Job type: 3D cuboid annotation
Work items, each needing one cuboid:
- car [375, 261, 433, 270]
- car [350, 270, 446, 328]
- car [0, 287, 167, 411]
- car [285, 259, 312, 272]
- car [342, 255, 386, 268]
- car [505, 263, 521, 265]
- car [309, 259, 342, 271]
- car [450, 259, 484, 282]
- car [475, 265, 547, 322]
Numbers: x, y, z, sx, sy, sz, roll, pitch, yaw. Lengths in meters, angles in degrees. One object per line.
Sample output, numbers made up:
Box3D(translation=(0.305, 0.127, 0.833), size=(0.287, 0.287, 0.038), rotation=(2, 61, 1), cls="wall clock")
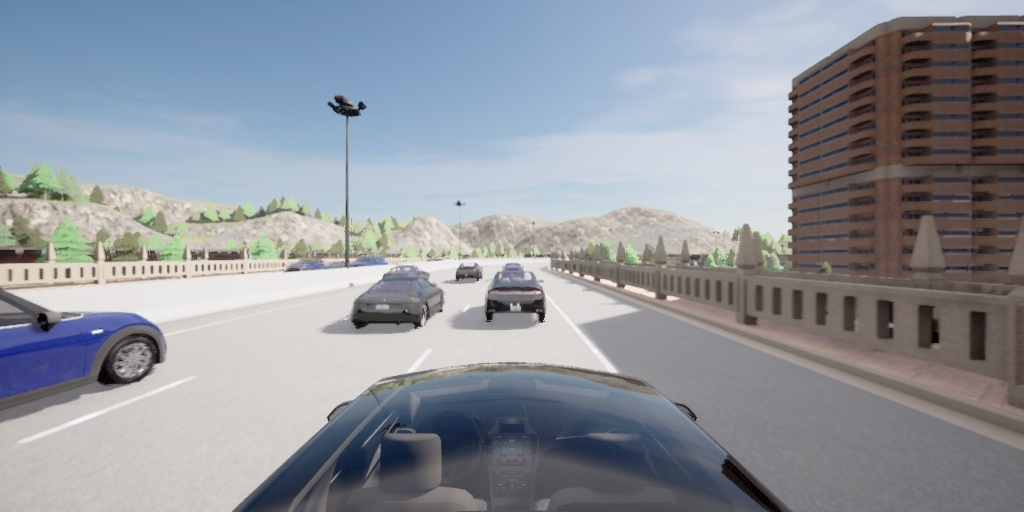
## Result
Box3D(translation=(-6.903, 1.292, 23.705), size=(2.033, 1.411, 5.357), rotation=(0, 0, 0), cls="car")
Box3D(translation=(-3.402, 1.312, 11.426), size=(1.994, 1.385, 4.181), rotation=(0, 0, 0), cls="car")
Box3D(translation=(-6.900, 1.101, 4.162), size=(2.097, 1.767, 4.553), rotation=(0, 0, 0), cls="car")
Box3D(translation=(-21.091, 1.093, 36.892), size=(2.097, 1.767, 4.553), rotation=(0, 0, 0), cls="car")
Box3D(translation=(-14.099, 0.961, 35.253), size=(2.150, 2.045, 5.566), rotation=(0, 0, 0), cls="car")
Box3D(translation=(0.083, 1.269, 30.280), size=(1.812, 1.442, 4.674), rotation=(0, 0, 0), cls="car")
Box3D(translation=(-17.600, 1.289, 35.989), size=(2.033, 1.411, 5.357), rotation=(0, 0, 0), cls="car")
Box3D(translation=(-3.403, 1.235, 29.152), size=(2.128, 1.511, 4.902), rotation=(0, 0, 0), cls="car")
Box3D(translation=(0.100, 1.239, 12.360), size=(2.128, 1.511, 4.902), rotation=(0, 0, 0), cls="car")
